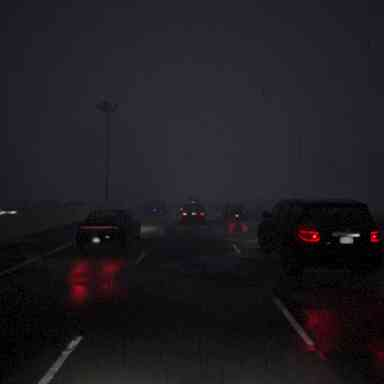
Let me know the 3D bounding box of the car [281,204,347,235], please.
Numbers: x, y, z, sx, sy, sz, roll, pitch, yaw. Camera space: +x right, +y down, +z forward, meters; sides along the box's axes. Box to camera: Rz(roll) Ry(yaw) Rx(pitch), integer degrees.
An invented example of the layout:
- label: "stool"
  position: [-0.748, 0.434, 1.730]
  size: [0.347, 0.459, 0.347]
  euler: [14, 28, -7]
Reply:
- label: "car"
  position: [7.101, 1.544, 20.101]
  size: [2.033, 1.411, 5.357]
  euler: [0, 0, 0]

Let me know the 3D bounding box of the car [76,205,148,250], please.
- label: "car"
  position: [-3.399, 1.489, 14.231]
  size: [2.128, 1.511, 4.902]
  euler: [0, 0, 0]

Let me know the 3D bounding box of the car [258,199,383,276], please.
- label: "car"
  position: [3.600, 1.220, 10.424]
  size: [2.150, 2.045, 5.566]
  euler: [0, 0, 0]

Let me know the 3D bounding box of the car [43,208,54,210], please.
- label: "car"
  position: [-17.587, 1.471, 39.915]
  size: [1.882, 1.535, 5.008]
  euler: [0, 0, 0]

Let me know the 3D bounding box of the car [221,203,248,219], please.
- label: "car"
  position: [3.604, 1.596, 28.977]
  size: [1.895, 1.301, 4.718]
  euler: [0, 0, 0]

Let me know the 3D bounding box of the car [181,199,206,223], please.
- label: "car"
  position: [0.104, 1.543, 25.207]
  size: [2.033, 1.411, 5.357]
  euler: [0, 0, 0]

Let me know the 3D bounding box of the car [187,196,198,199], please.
- label: "car"
  position: [0.104, 1.345, 42.284]
  size: [2.097, 1.767, 4.553]
  euler: [0, 0, 0]

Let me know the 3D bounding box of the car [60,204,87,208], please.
- label: "car"
  position: [-14.090, 1.594, 39.271]
  size: [1.895, 1.301, 4.718]
  euler: [0, 0, 0]

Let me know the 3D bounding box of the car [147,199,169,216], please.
- label: "car"
  position: [-3.397, 1.472, 32.938]
  size: [1.882, 1.535, 5.008]
  euler: [0, 0, 0]
